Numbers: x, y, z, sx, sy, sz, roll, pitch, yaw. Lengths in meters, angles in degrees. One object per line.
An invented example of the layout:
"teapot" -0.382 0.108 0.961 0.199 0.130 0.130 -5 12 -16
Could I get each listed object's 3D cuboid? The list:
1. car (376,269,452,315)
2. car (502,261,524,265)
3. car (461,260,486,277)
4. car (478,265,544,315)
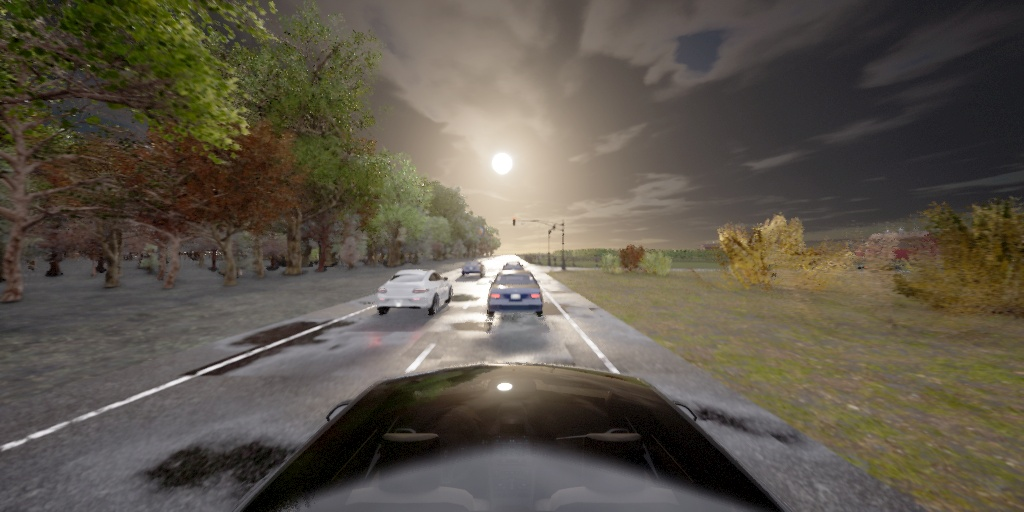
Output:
"car" -3.398 1.195 13.052 1.812 1.442 4.674 0 0 0
"car" 0.112 1.102 30.879 1.994 1.385 4.181 0 0 0
"car" -3.392 1.076 32.150 2.033 1.411 5.357 0 0 0
"car" 0.102 1.216 13.009 2.033 1.411 5.357 0 0 0
